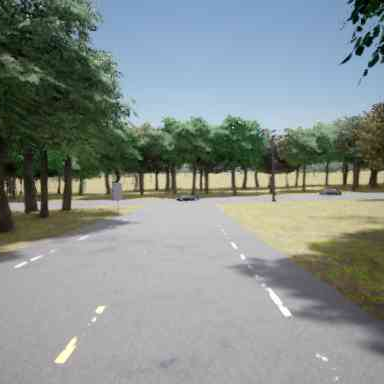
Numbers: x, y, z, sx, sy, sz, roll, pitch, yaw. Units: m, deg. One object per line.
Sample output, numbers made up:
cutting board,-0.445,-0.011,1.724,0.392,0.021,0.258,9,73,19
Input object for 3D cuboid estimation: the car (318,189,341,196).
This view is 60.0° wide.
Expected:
car,30.857,0.091,74.531,4.902,1.511,2.128,-2,3,0

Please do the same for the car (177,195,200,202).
car,-0.681,1.357,67.544,4.718,1.301,1.895,-2,2,-1
